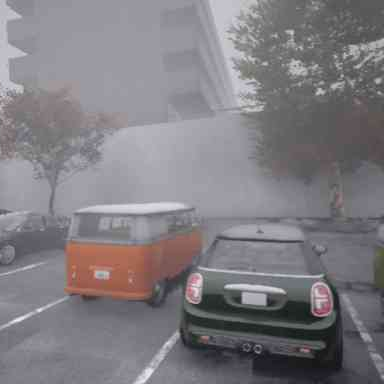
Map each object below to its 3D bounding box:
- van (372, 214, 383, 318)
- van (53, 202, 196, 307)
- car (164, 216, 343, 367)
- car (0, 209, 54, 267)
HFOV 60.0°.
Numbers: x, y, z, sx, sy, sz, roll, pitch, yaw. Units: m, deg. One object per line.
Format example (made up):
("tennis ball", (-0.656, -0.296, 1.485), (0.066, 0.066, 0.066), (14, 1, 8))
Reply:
("van", (3.765, 1.275, 4.279), (1.878, 1.987, 4.442), (1, 0, 17))
("van", (-1.010, 1.250, 8.072), (1.878, 1.987, 4.442), (0, -1, 16))
("car", (1.367, 1.362, 6.146), (2.185, 1.767, 4.553), (0, -1, 16))
("car", (-5.884, 1.449, 11.515), (2.231, 1.521, 4.892), (1, 0, 16))
